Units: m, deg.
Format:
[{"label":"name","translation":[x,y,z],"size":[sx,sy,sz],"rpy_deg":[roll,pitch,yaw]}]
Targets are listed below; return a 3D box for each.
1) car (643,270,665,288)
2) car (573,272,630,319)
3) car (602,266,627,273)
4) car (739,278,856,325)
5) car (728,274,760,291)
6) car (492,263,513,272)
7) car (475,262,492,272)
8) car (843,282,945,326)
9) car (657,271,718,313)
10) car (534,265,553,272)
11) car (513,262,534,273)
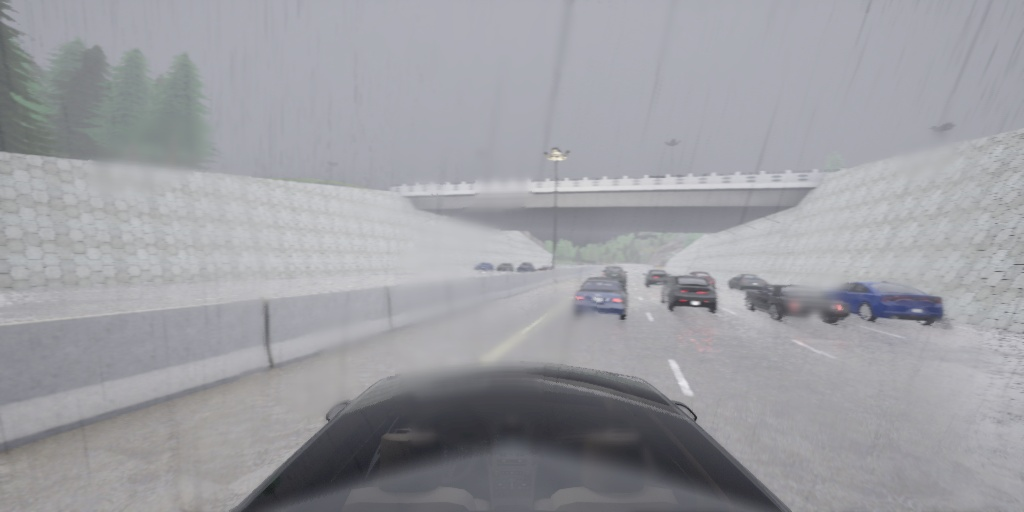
[{"label":"car","translation":[12.514,1.936,31.079],"size":[1.837,1.490,4.892],"rpy_deg":[1,0,18]},{"label":"car","translation":[3.603,1.538,14.175],"size":[2.033,1.411,5.357],"rpy_deg":[1,-1,18]},{"label":"car","translation":[9.064,1.691,31.765],"size":[2.097,1.767,4.553],"rpy_deg":[1,-1,18]},{"label":"car","translation":[10.978,1.800,14.287],"size":[1.895,1.301,4.718],"rpy_deg":[1,-1,18]},{"label":"car","translation":[19.376,2.170,29.582],"size":[1.994,1.385,4.181],"rpy_deg":[1,-1,18]},{"label":"car","translation":[-1.072,1.860,58.683],"size":[1.837,1.490,4.892],"rpy_deg":[1,-1,18]},{"label":"car","translation":[-4.515,1.744,59.385],"size":[1.882,1.535,5.008],"rpy_deg":[1,-1,18]},{"label":"car","translation":[14.795,1.789,14.747],"size":[1.882,1.535,5.008],"rpy_deg":[1,-1,18]},{"label":"car","translation":[8.020,1.647,16.532],"size":[1.837,1.490,4.892],"rpy_deg":[1,0,18]},{"label":"car","translation":[5.319,2.103,55.714],"size":[1.895,1.301,4.718],"rpy_deg":[1,-1,18]},{"label":"car","translation":[2.219,1.787,57.485],"size":[2.097,1.767,4.553],"rpy_deg":[1,-1,18]}]
